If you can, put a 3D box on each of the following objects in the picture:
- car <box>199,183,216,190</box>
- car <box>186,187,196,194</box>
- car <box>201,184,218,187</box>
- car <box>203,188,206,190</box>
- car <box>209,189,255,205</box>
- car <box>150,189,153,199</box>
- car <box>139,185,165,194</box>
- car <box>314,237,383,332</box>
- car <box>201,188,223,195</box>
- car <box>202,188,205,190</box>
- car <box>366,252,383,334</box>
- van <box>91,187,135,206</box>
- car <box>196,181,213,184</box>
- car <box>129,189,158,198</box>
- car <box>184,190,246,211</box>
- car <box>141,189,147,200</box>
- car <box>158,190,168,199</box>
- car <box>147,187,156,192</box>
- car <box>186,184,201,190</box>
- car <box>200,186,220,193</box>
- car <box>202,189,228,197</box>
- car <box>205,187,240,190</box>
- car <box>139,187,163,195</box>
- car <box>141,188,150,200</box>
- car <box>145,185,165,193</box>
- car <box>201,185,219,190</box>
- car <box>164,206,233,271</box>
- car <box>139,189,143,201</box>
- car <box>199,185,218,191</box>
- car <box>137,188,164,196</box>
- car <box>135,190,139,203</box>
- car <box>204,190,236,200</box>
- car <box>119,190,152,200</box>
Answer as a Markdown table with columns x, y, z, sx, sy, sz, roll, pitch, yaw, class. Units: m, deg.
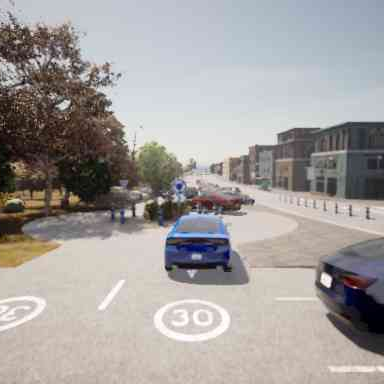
| x | y | z | sx | sy | sz | roll | pitch | yaw | class |
| --- | --- | --- | --- | --- | --- | --- | --- | --- | --- |
| 4.352 | -1.536 | 93.683 | 4.553 | 1.767 | 2.185 | 0 | 3 | 0 | car |
| -0.233 | -0.391 | 76.582 | 2.033 | 1.411 | 5.357 | 0 | 3 | 0 | car |
| 4.268 | -0.095 | 65.996 | 4.553 | 1.767 | 2.185 | 0 | 2 | 0 | car |
| 4.286 | 0.615 | 43.702 | 5.008 | 1.535 | 2.097 | 0 | 1 | 0 | car |
| 4.304 | 0.717 | 35.353 | 4.792 | 1.488 | 2.163 | 0 | 0 | 0 | car |
| -8.980 | 0.526 | 49.238 | 5.366 | 1.575 | 1.946 | 0 | 1 | 0 | car |
| -8.803 | -0.582 | 74.178 | 5.566 | 2.045 | 2.435 | 0 | 3 | 0 | car |
| 4.569 | 1.508 | 5.544 | 4.792 | 1.488 | 2.163 | 0 | 0 | 0 | car |
| 4.300 | -0.167 | 71.566 | 4.674 | 1.452 | 2.002 | 0 | 3 | 0 | car |
| 4.292 | 0.530 | 49.285 | 4.892 | 1.521 | 2.231 | 0 | 1 | 0 | car |
| 4.534 | 1.479 | 2.768 | 5.008 | 1.535 | 2.097 | 0 | 0 | 0 | car |
| -8.679 | 0.463 | 35.278 | 4.442 | 1.987 | 1.878 | 1 | 1 | 0 | van |
| 4.286 | -1.190 | 85.465 | 5.566 | 2.045 | 2.435 | 0 | 3 | 0 | car |
| -8.780 | 0.233 | 60.389 | 4.892 | 1.521 | 2.231 | 0 | 2 | 0 | car |
| 1.470 | 0.832 | 26.527 | 5.008 | 1.535 | 1.882 | 1 | 2 | 40 | car |
| -8.827 | 0.645 | 43.651 | 4.792 | 1.488 | 2.163 | 0 | 1 | 0 | car |
| -3.823 | 0.480 | 54.355 | 2.033 | 1.411 | 5.357 | 0 | 1 | 0 | car |
| -8.783 | 0.324 | 57.472 | 5.008 | 1.535 | 2.097 | 0 | 2 | 0 | car |
| -0.181 | 0.305 | 47.383 | 2.150 | 2.045 | 5.566 | 0 | 1 | 0 | car |
| 4.339 | -0.595 | 79.921 | 4.792 | 1.488 | 2.163 | 0 | 3 | 0 | car |
| 4.267 | 0.165 | 63.217 | 4.792 | 1.488 | 2.163 | 0 | 2 | 0 | car |
| 4.248 | 0.518 | 40.922 | 4.553 | 1.767 | 2.185 | 0 | 1 | 0 | car |
| -8.782 | -0.201 | 71.404 | 5.008 | 1.535 | 2.097 | 0 | 3 | 0 | car |
| -8.982 | 0.574 | 46.443 | 5.366 | 1.575 | 1.946 | 0 | 1 | 0 | car |
| -8.802 | -0.742 | 79.758 | 4.553 | 1.767 | 2.185 | 0 | 3 | 0 | car |
| 4.323 | 0.195 | 57.639 | 4.553 | 1.767 | 2.185 | 0 | 2 | 0 | car |
| 0.308 | 1.459 | 10.924 | 1.882 | 1.535 | 5.008 | 0 | 1 | 4 | car |
| -8.804 | 0.685 | 40.739 | 4.674 | 1.452 | 2.002 | 0 | 0 | 0 | car |
| 4.322 | -1.099 | 88.258 | 5.008 | 1.535 | 2.097 | 0 | 3 | 0 | car |
| -8.594 | -0.081 | 68.617 | 5.366 | 1.575 | 1.946 | 0 | 2 | 0 | car |
| -8.806 | 0.706 | 37.954 | 4.674 | 1.452 | 2.002 | 0 | 0 | 0 | car |
| 4.317 | 0.501 | 52.064 | 4.792 | 1.488 | 2.163 | 0 | 1 | 0 | car |
| -8.763 | 0.504 | 51.893 | 4.792 | 1.488 | 2.163 | 0 | 1 | 0 | car |
